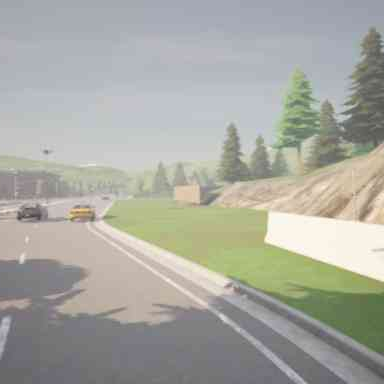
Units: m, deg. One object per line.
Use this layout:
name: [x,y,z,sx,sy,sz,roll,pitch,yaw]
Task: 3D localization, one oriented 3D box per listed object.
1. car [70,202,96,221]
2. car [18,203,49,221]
car: [-9.336,1.601,28.640,1.801,1.575,5.366,-1,0,-13]
car: [-14.268,1.751,30.030,2.128,1.511,4.902,-1,0,-14]
